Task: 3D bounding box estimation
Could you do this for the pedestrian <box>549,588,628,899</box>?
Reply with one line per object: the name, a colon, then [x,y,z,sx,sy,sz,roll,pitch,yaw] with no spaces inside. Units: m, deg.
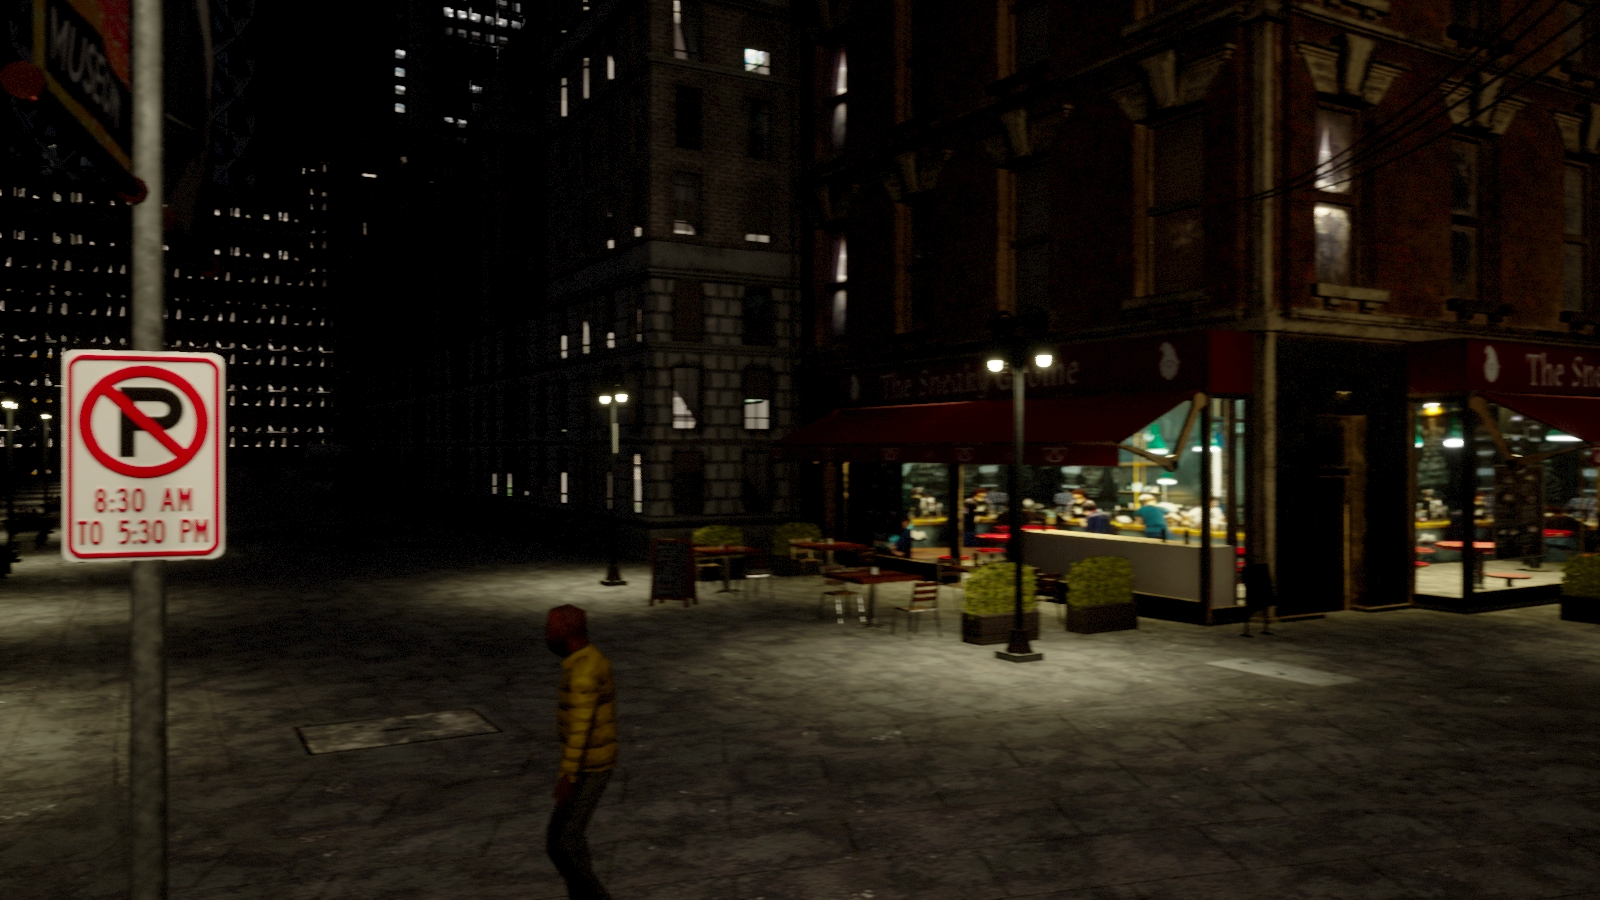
pedestrian: [-1.127,1.694,6.124,0.375,1.860,0.375,0,0,-5]
